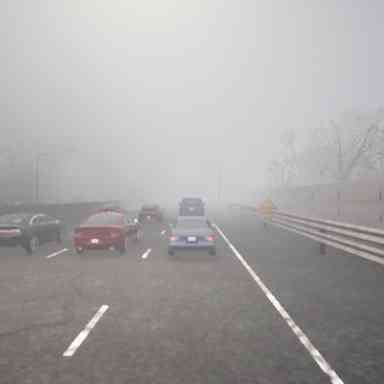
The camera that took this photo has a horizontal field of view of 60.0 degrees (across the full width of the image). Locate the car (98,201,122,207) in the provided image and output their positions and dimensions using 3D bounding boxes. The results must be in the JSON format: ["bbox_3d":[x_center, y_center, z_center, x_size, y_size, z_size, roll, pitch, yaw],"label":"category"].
[{"bbox_3d":[-7.006,1.806,29.296,1.837,1.490,4.892,0,0,0],"label":"car"}]

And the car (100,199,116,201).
[{"bbox_3d":[-17.527,2.248,71.774,2.128,1.511,4.902,0,-1,0],"label":"car"}]

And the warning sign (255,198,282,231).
[{"bbox_3d":[4.533,1.317,19.797,1.300,1.860,1.060,-1,-1,0],"label":"warning sign"}]

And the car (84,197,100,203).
[{"bbox_3d":[-21.027,2.078,71.805,2.097,1.767,4.553,0,-1,0],"label":"car"}]

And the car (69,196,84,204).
[{"bbox_3d":[-24.527,1.948,71.745,2.150,2.045,5.566,0,-1,0],"label":"car"}]

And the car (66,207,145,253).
[{"bbox_3d":[-3.498,1.625,14.480,1.882,1.535,5.008,0,0,0],"label":"car"}]

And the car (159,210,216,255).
[{"bbox_3d":[-0.005,1.690,14.002,2.033,1.411,5.357,0,-1,0],"label":"car"}]

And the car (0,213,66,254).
[{"bbox_3d":[-7.001,1.638,14.302,2.128,1.511,4.902,0,0,0],"label":"car"}]

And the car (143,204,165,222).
[{"bbox_3d":[-3.506,1.806,29.308,1.837,1.490,4.892,0,0,0],"label":"car"}]

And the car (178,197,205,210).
[{"bbox_3d":[-0.010,1.511,29.017,2.150,2.045,5.566,0,0,0],"label":"car"}]
